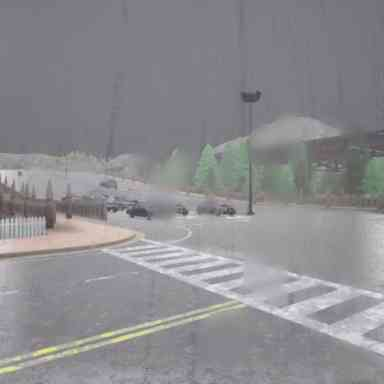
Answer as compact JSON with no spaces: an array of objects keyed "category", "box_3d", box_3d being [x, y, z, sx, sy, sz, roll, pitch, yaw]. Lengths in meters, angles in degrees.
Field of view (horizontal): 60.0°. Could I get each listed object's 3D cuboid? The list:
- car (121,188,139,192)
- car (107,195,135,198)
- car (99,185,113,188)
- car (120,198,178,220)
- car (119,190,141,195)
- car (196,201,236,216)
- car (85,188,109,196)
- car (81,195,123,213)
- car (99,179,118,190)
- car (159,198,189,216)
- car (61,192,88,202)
[{"category":"car","box_3d":[-11.465,-0.068,62.020,1.895,1.301,4.718,0,7,-37]},{"category":"car","box_3d":[-8.159,1.410,39.854,1.994,1.385,4.181,0,2,-37]},{"category":"car","box_3d":[-15.405,0.166,55.382,1.837,1.490,4.892,0,6,-37]},{"category":"car","box_3d":[-3.781,1.541,28.292,2.033,1.411,5.357,0,0,-37]},{"category":"car","box_3d":[-9.274,1.004,47.148,1.882,1.535,5.008,0,4,-37]},{"category":"car","box_3d":[2.266,1.554,31.909,1.994,1.385,4.181,0,0,-37]},{"category":"car","box_3d":[-14.190,0.633,47.859,2.097,1.767,4.553,0,4,-37]},{"category":"car","box_3d":[-9.858,1.448,36.298,2.033,1.411,5.357,0,2,-37]},{"category":"car","box_3d":[-17.588,-1.710,70.042,2.150,2.045,5.566,0,7,-37]},{"category":"car","box_3d":[-2.152,1.553,31.937,1.994,1.385,4.181,0,0,-37]},{"category":"car","box_3d":[-16.051,0.902,44.505,1.837,1.490,4.892,0,4,-37]}]
